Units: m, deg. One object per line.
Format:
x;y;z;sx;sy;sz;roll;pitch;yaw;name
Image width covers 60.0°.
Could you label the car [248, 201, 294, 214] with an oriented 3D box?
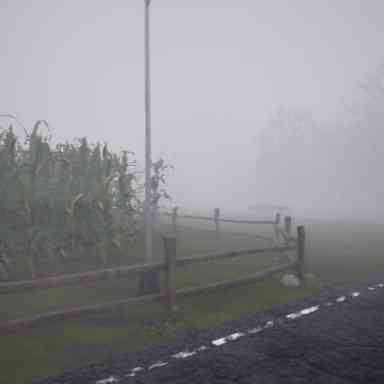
8.077;1.573;34.085;1.895;1.301;4.718;1;-1;-36;car
